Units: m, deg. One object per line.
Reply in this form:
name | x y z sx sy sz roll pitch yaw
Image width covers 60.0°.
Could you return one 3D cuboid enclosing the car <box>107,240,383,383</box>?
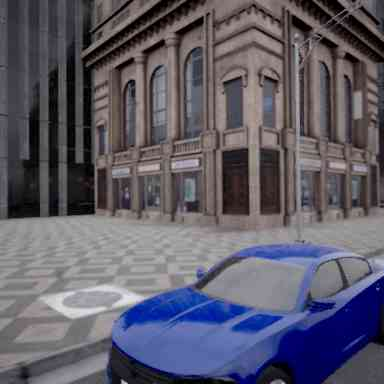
car | 1.263 1.528 4.690 5.008 1.535 1.882 0 -1 -43
